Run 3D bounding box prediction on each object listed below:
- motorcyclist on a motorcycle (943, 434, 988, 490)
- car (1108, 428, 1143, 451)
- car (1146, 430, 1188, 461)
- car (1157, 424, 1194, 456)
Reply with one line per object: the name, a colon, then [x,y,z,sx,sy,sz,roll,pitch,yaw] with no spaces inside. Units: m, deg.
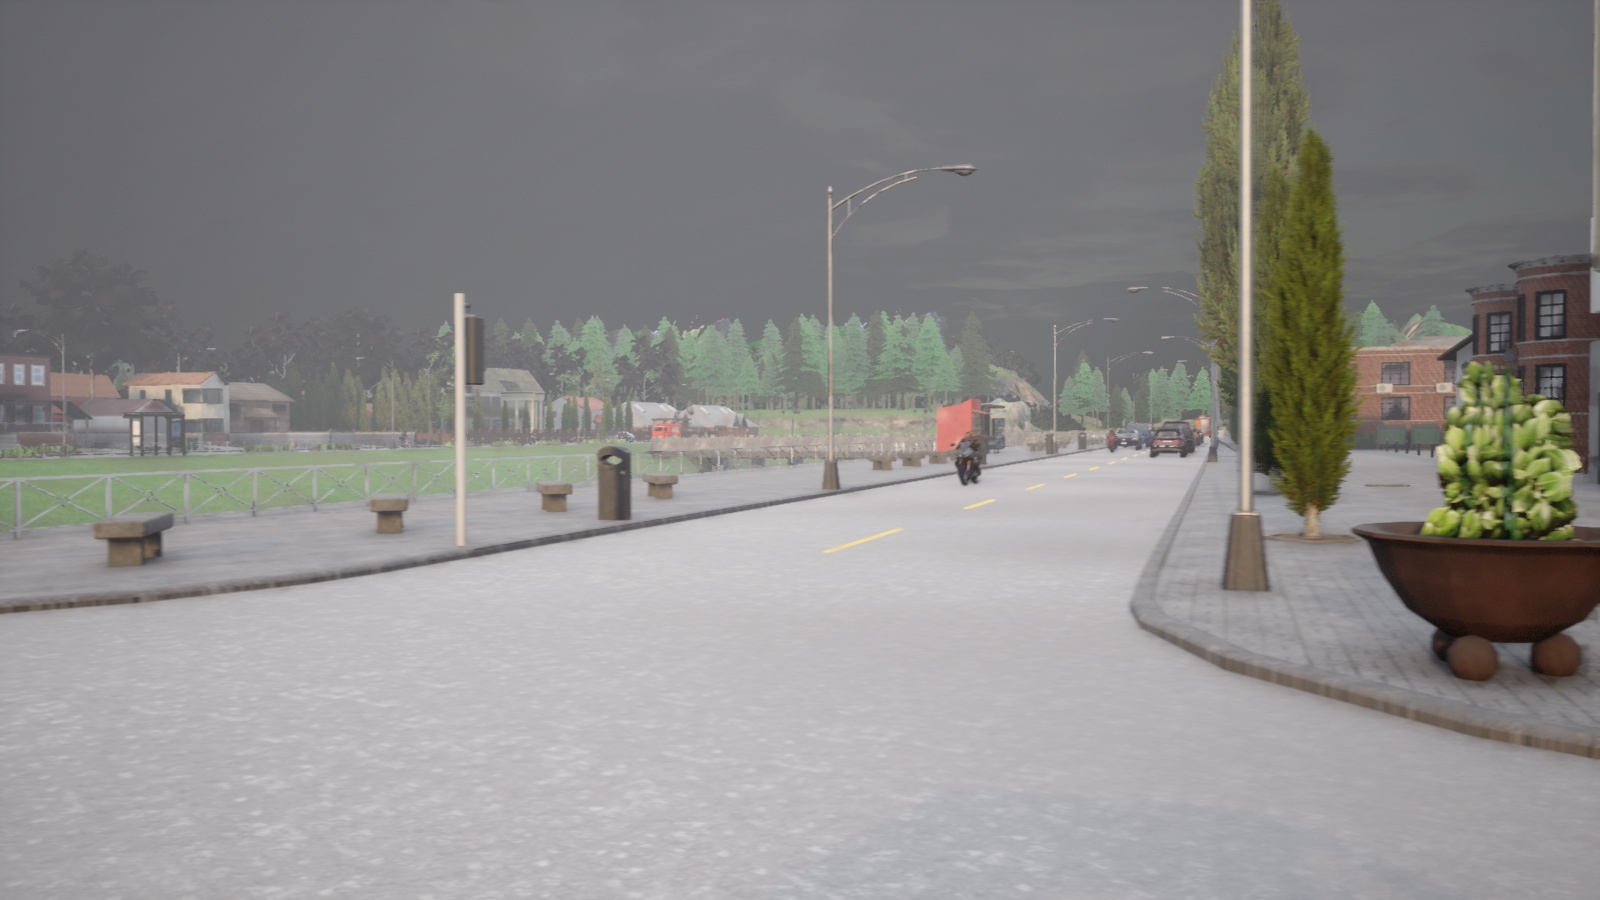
motorcyclist on a motorcycle: [4.710,0.308,35.681,0.866,1.530,2.191,0,1,18]
car: [24.363,-0.809,94.011,2.152,1.651,5.027,1,1,19]
car: [20.670,-0.295,70.537,2.033,1.649,4.856,1,1,19]
car: [24.724,-0.683,82.549,2.150,2.045,5.566,1,1,19]
